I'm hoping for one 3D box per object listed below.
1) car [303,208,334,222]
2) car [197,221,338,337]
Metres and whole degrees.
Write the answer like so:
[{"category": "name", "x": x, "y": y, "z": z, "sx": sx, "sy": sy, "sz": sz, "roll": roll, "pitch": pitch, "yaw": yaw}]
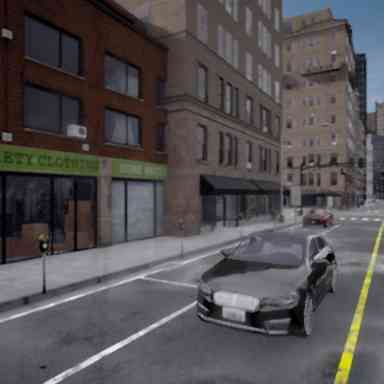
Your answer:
[{"category": "car", "x": 9.760, "y": 1.930, "z": 25.546, "sx": 1.887, "sy": 1.381, "sz": 4.507, "roll": -1, "pitch": -1, "yaw": 31}, {"category": "car", "x": 1.873, "y": 1.600, "z": 7.087, "sx": 2.128, "sy": 1.511, "sz": 4.902, "roll": 0, "pitch": -1, "yaw": 31}]
